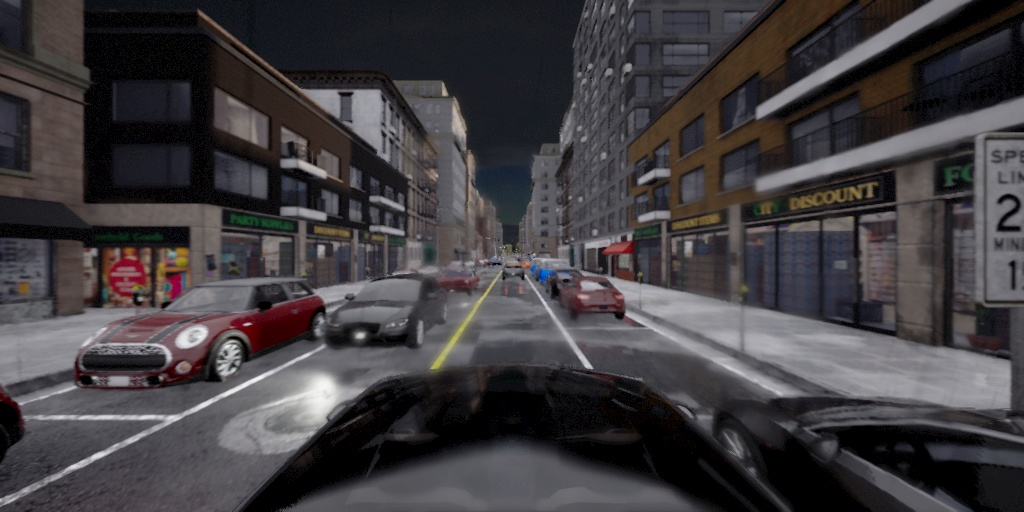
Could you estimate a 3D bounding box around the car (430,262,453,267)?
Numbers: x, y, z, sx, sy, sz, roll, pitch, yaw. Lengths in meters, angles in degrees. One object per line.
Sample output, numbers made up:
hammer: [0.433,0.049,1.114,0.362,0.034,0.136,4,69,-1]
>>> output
car: [-5.386,1.293,23.438,2.007,1.370,4.403,0,0,0]

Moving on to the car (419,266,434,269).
car: [-5.386,1.324,17.927,1.802,1.307,4.207,0,0,0]

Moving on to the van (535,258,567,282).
van: [2.639,1.084,23.437,1.690,1.789,3.998,0,0,0]

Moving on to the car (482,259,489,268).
car: [-5.382,1.344,62.014,1.802,1.307,4.207,0,0,0]

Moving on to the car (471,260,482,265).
car: [-5.384,1.302,45.480,2.007,1.370,4.403,0,0,0]

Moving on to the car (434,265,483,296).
car: [-2.836,1.343,19.303,1.895,1.301,4.718,0,0,0]

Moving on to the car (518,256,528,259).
car: [2.267,1.112,55.332,2.097,1.767,4.553,0,0,0]

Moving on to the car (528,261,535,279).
car: [2.640,1.294,28.948,2.007,1.370,4.403,0,0,0]

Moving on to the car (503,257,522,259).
car: [0.081,1.232,48.282,1.882,1.535,5.008,0,0,0]

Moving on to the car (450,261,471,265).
car: [-5.385,1.185,34.459,1.967,1.591,4.097,0,0,0]

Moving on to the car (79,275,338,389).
car: [-5.387,1.186,6.906,1.967,1.591,4.097,0,0,0]

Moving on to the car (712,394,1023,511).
car: [2.637,1.316,1.394,1.948,1.339,4.313,0,0,0]

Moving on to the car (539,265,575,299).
car: [2.639,1.309,17.927,1.948,1.339,4.313,0,0,0]

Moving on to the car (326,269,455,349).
car: [-2.847,1.250,9.163,1.837,1.490,4.892,0,0,0]

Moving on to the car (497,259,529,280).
car: [0.106,1.237,30.830,2.128,1.511,4.902,0,0,0]

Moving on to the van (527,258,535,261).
van: [2.640,1.087,34.458,1.690,1.789,3.998,0,0,0]

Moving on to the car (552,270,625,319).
car: [2.638,1.326,12.417,1.802,1.307,4.207,0,0,0]
